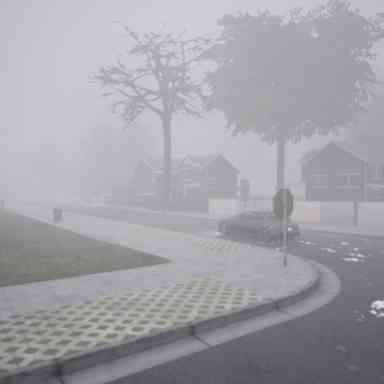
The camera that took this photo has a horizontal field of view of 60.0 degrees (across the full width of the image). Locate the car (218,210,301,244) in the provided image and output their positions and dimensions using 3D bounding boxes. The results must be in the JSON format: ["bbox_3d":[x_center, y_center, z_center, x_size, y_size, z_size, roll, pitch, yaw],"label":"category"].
[{"bbox_3d":[3.110,1.559,15.938,1.994,1.385,4.181,0,0,-33],"label":"car"}]
